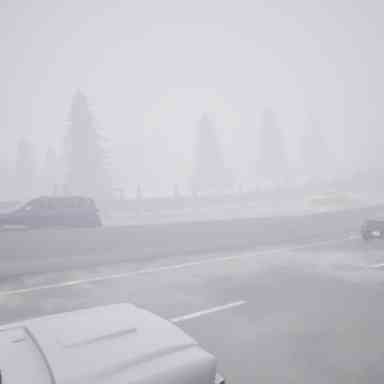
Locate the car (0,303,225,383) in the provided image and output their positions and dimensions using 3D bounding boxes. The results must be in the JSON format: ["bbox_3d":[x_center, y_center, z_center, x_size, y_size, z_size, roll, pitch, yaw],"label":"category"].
[{"bbox_3d":[-2.039,1.602,2.292,4.718,1.301,1.895,0,0,-36],"label":"car"}]

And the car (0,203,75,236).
[{"bbox_3d":[-9.425,1.484,18.764,4.902,1.511,2.128,0,0,-35],"label":"car"}]

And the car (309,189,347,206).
[{"bbox_3d":[14.730,0.523,35.982,5.008,1.535,1.882,-5,3,-35],"label":"car"}]

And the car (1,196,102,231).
[{"bbox_3d":[-7.198,1.213,16.054,5.566,2.045,2.150,0,0,-35],"label":"car"}]

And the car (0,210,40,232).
[{"bbox_3d":[-8.239,1.549,11.012,5.357,1.411,2.033,0,0,-36],"label":"car"}]

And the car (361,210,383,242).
[{"bbox_3d":[9.231,1.444,14.632,4.674,1.442,1.812,-1,1,-36],"label":"car"}]
